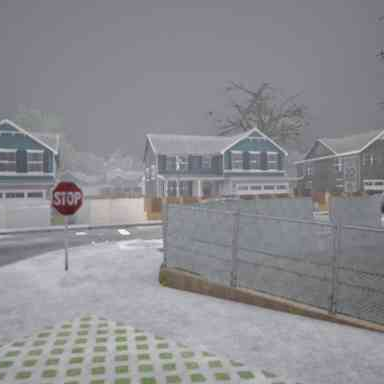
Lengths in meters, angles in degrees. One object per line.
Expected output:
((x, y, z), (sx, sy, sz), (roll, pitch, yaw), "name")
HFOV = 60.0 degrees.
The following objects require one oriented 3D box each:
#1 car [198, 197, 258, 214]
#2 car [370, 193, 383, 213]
((1.210, 1.044, 17.952), (4.902, 1.511, 2.128), (-2, -1, -18), "car")
((12.501, 0.771, 21.552), (5.357, 1.411, 2.033), (-2, -1, -17), "car")
